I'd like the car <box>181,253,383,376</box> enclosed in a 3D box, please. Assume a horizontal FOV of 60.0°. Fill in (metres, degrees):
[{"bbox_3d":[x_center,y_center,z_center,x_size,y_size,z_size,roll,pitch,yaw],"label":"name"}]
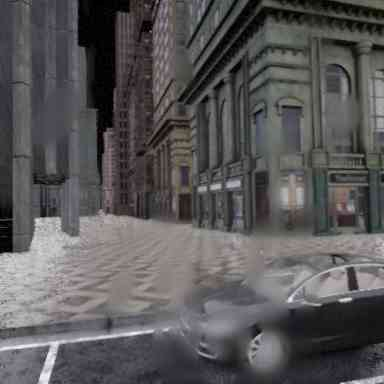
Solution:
[{"bbox_3d":[2.003,1.728,5.450,4.403,1.369,2.008,0,-2,-15],"label":"car"}]
